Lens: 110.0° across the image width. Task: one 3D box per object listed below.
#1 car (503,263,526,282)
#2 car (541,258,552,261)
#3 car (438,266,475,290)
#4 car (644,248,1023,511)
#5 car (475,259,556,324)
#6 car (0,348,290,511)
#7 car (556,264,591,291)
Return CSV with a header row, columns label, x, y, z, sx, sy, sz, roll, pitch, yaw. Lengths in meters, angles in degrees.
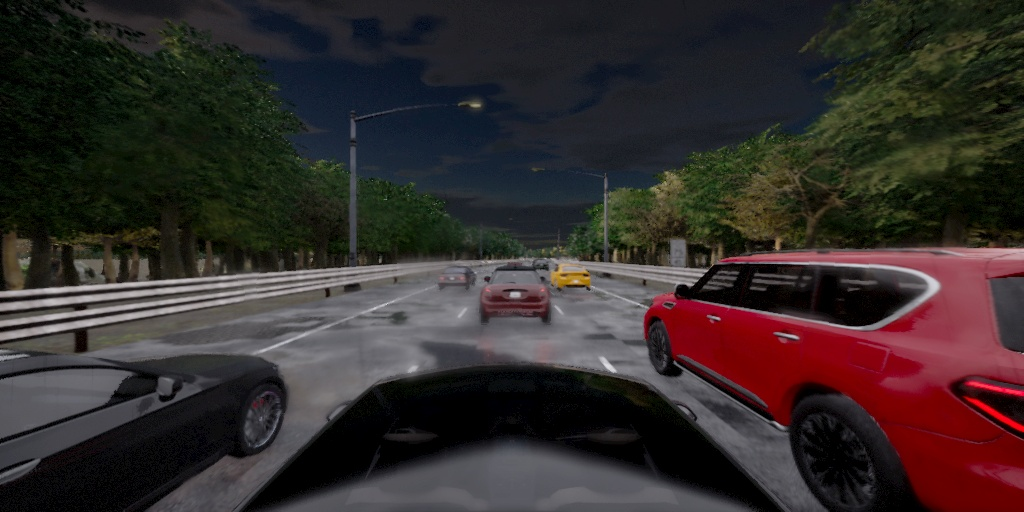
label,x,y,z,sx,sy,sz,roll,pitch,yaw
car,0.242,1.330,30.452,1.812,1.442,4.674,0,0,1
car,4.214,1.257,52.054,2.097,1.767,4.553,0,0,2
car,-3.354,1.328,22.704,2.033,1.411,5.357,0,0,0
car,3.501,0.962,4.266,2.150,2.045,5.566,0,0,0
car,0.104,1.110,12.181,2.097,1.767,4.553,0,0,0
car,-3.413,1.276,2.094,1.812,1.442,4.674,0,0,0
car,3.541,1.255,22.246,1.882,1.535,5.008,0,0,0
